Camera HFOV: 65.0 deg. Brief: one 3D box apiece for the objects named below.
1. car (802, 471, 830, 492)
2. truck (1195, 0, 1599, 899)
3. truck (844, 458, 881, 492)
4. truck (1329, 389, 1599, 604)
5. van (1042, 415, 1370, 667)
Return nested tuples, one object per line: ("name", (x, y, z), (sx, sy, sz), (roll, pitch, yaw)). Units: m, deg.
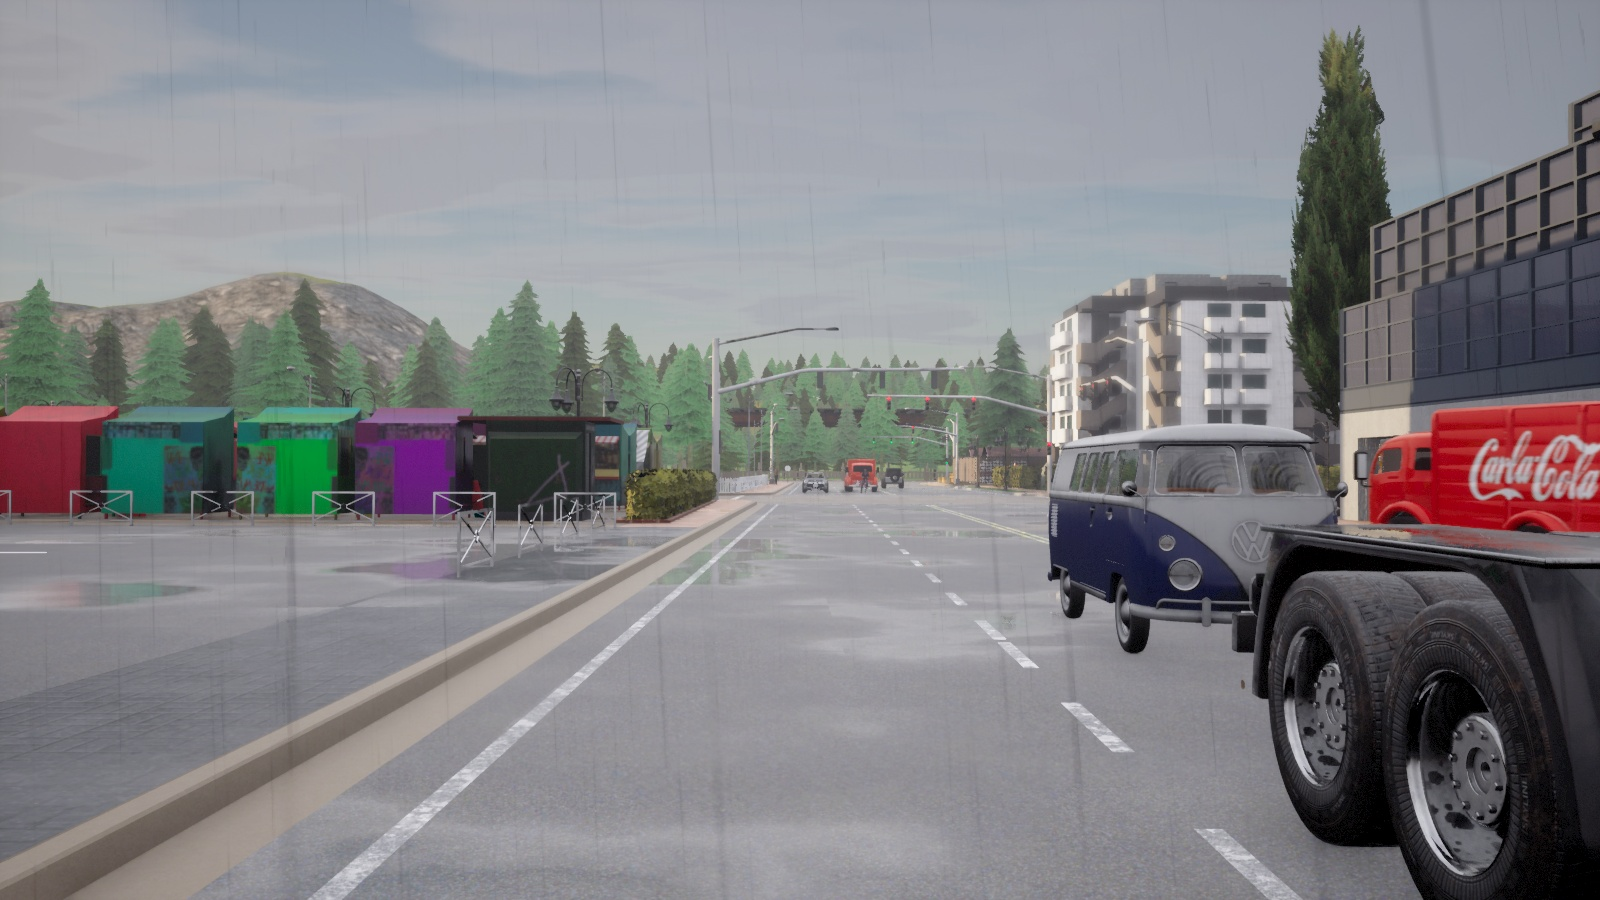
("car", (1.145, 2.303, 91.206), (1.970, 1.475, 3.806), (0, -1, 1))
("truck", (3.522, -0.137, 2.678), (2.891, 3.462, 7.936), (0, -1, 1))
("truck", (4.707, 1.910, 95.614), (2.627, 2.467, 5.204), (0, -1, 1))
("truck", (9.980, 0.573, 17.054), (2.627, 2.467, 5.204), (0, -1, -12))
("van", (3.632, 0.756, 12.149), (1.775, 1.987, 4.442), (0, -1, 1))
